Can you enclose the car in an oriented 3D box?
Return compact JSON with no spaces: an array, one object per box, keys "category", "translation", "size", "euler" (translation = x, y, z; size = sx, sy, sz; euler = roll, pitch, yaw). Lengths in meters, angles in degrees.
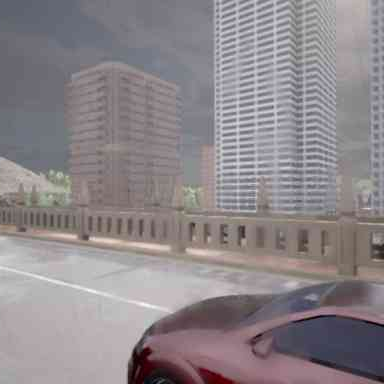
[{"category":"car","translation":[1.378,1.567,3.009],"size":[4.181,1.385,1.994],"euler":[0,0,36]}]
